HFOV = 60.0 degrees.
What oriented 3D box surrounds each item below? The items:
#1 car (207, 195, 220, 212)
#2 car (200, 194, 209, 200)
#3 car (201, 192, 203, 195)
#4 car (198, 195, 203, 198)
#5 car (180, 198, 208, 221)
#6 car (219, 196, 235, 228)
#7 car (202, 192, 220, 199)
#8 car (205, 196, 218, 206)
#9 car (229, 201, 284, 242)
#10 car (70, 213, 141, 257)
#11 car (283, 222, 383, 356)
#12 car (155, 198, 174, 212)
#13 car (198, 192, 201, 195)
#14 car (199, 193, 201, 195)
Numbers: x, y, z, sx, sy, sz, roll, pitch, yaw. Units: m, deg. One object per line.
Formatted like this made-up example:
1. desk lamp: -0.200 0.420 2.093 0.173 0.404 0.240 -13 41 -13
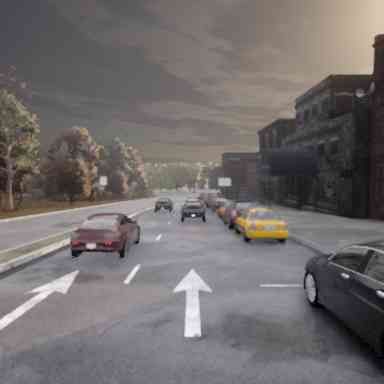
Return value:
1. car: 3.214 1.435 38.211 2.231 1.521 4.892 0 0 0
2. car: 3.171 1.374 87.937 2.231 1.521 4.892 0 0 0
3. car: 3.195 1.281 60.412 2.185 1.767 4.553 0 0 0
4. car: 0.084 1.473 43.002 1.812 1.442 4.674 0 0 0
5. car: 0.097 1.470 26.664 1.837 1.490 4.892 0 -1 0
6. car: 3.227 1.328 21.610 2.185 1.767 4.553 0 0 0
7. car: 3.205 1.169 49.421 2.435 2.045 5.566 0 0 0
8. car: 3.200 1.410 55.103 1.946 1.575 5.366 0 0 0
9. car: 3.224 1.457 16.300 1.946 1.575 5.366 0 0 0
10. car: -3.149 1.510 12.682 1.812 1.442 4.674 0 0 0
11. car: 3.225 1.475 5.059 2.231 1.521 4.892 0 0 0
12. car: -3.160 1.458 38.056 1.837 1.490 4.892 0 0 0
13. car: 3.176 1.129 82.446 2.435 2.045 5.566 0 0 0
14. car: 3.240 1.393 73.025 2.231 1.521 4.892 0 0 1
